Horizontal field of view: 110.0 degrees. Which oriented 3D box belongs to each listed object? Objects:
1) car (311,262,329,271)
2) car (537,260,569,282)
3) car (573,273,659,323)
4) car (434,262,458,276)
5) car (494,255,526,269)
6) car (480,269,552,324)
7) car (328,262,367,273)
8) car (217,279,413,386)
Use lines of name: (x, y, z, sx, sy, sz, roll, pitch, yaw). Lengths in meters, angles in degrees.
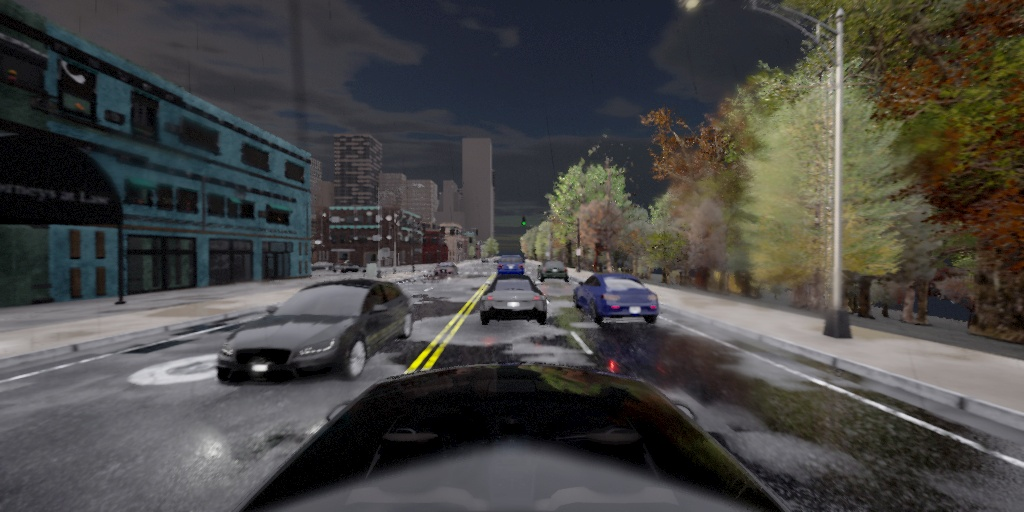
car: (-28.656, 1.578, 53.813, 4.403, 1.370, 2.007, 0, 0, 0)
car: (3.161, 1.096, 28.624, 2.097, 1.767, 4.553, 0, 0, 0)
car: (3.287, 1.272, 11.942, 1.812, 1.442, 4.674, 0, 0, -1)
car: (-6.753, 1.319, 37.176, 1.994, 1.385, 4.181, 0, 0, 0)
car: (-0.098, 0.968, 29.983, 2.150, 2.045, 5.566, 0, 0, 0)
car: (0.032, 1.313, 11.973, 1.994, 1.385, 4.181, 0, 0, 0)
car: (-20.260, 1.576, 45.363, 4.313, 1.339, 1.948, 0, 0, 0)
car: (-3.380, 1.258, 7.220, 1.837, 1.490, 4.892, 0, 0, 0)
